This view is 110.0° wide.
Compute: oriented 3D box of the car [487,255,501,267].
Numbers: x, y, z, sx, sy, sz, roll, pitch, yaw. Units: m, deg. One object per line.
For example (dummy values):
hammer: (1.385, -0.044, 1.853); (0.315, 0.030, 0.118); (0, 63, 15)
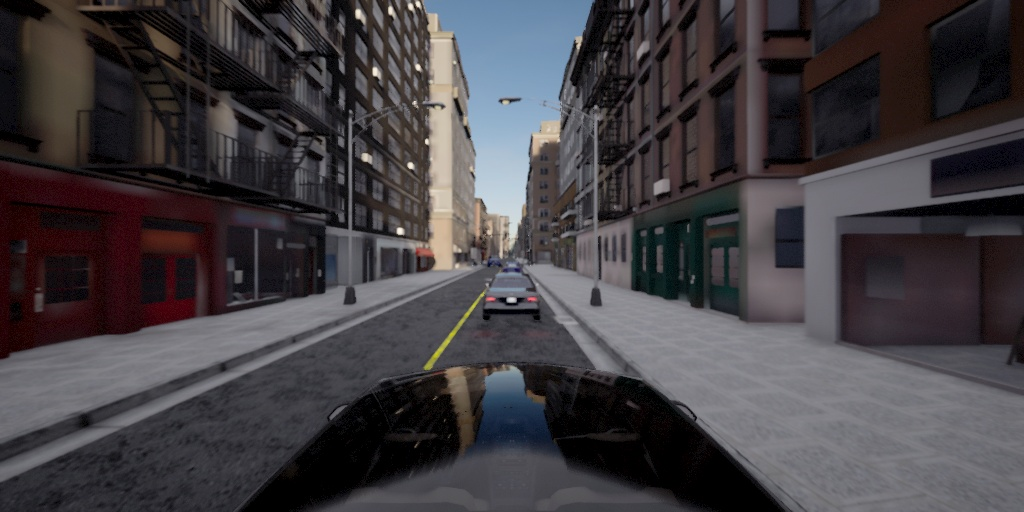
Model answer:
car: (-3.103, 0.890, 61.879); (2.150, 2.045, 5.566); (0, 0, 0)

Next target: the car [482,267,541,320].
car: (0.006, 1.282, 12.589); (2.033, 1.411, 5.357); (0, 0, 1)

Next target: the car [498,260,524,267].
car: (0.014, 1.240, 30.420); (1.812, 1.442, 4.674); (0, 0, 0)
